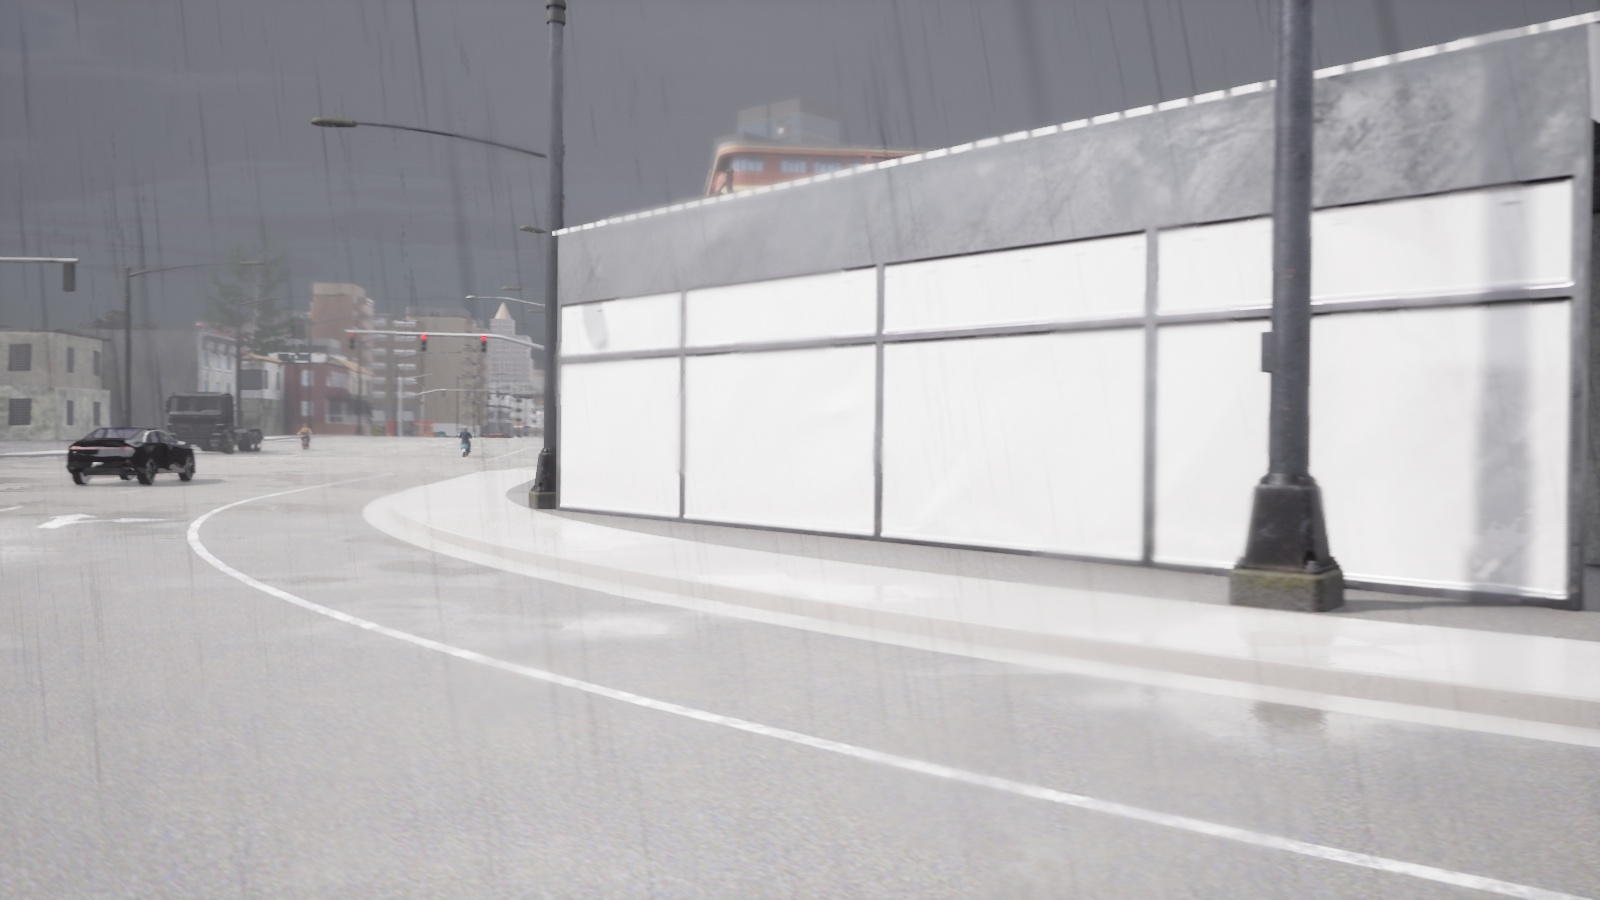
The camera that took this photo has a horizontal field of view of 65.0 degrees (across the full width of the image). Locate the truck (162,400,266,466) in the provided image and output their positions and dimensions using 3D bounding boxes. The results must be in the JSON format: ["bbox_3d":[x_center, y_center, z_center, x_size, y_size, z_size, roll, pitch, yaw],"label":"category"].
[{"bbox_3d":[-32.402,-0.999,69.792,2.891,3.462,7.936,-1,2,-7],"label":"truck"}]

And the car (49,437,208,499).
[{"bbox_3d":[-17.762,0.415,33.512,2.128,1.511,4.902,-1,1,-8],"label":"car"}]
